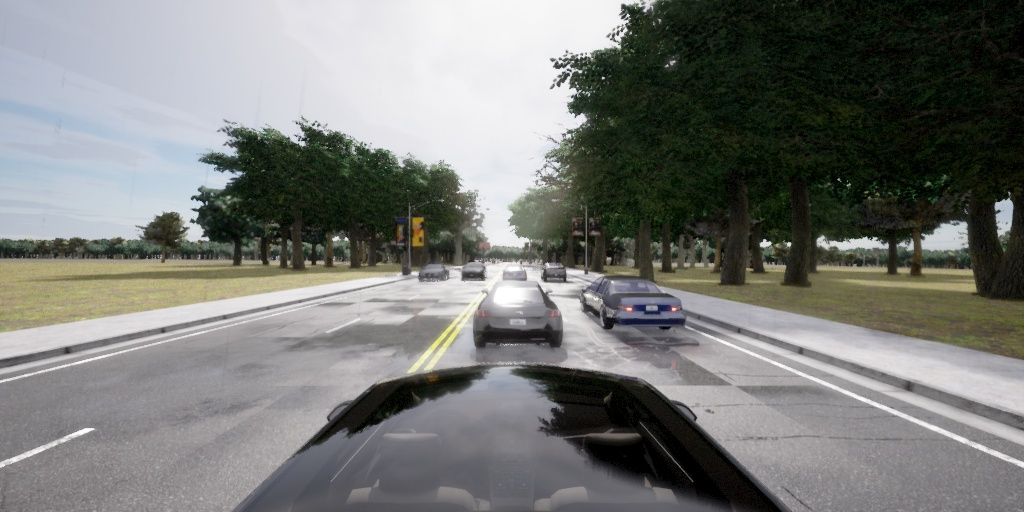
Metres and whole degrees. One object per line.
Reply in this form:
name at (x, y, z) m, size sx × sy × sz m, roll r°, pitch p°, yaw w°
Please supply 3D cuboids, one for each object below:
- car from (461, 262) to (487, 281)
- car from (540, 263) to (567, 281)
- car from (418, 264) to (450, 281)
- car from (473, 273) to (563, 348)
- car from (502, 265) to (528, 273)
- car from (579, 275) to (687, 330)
car at (-3.218, 1.286, 31.227) m, size 1.882 × 1.535 × 5.008 m, roll 0°, pitch 0°, yaw 0°
car at (3.476, 1.297, 30.342) m, size 2.128 × 1.511 × 4.902 m, roll 0°, pitch 0°, yaw 0°
car at (-6.472, 1.369, 30.128) m, size 1.994 × 1.385 × 4.181 m, roll 0°, pitch 0°, yaw 0°
car at (0.133, 1.318, 9.286) m, size 1.994 × 1.385 × 4.181 m, roll 0°, pitch 0°, yaw 0°
car at (0.210, 1.345, 27.094) m, size 2.033 × 1.411 × 5.357 m, roll 0°, pitch 0°, yaw 1°
car at (3.386, 1.305, 11.123) m, size 2.033 × 1.411 × 5.357 m, roll 0°, pitch 0°, yaw 1°
